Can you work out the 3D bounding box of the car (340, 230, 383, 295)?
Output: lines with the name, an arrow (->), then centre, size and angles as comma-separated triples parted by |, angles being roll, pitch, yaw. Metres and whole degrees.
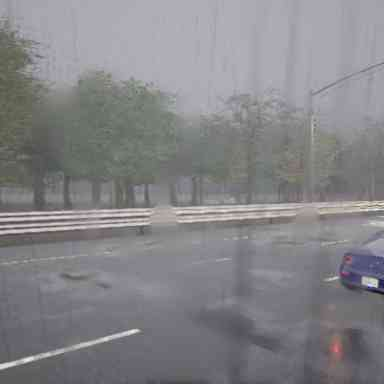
car -> 5.225, 1.529, 7.594 | 4.674, 1.442, 1.812 | 0, 0, -35
